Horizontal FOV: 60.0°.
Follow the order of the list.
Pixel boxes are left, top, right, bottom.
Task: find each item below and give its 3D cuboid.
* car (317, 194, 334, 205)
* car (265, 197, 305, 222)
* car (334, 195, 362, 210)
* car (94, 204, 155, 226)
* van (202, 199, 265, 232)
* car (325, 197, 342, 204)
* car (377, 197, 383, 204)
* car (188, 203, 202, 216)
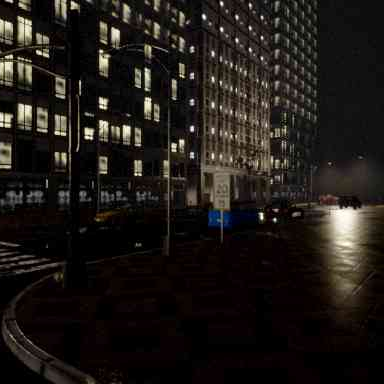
[{"bbox_3d":[25.141,1.381,62.535,2.192,1.841,5.009,0,0,38],"label":"car"},{"bbox_3d":[7.603,1.472,26.877,1.967,1.590,4.097,0,0,38],"label":"car"},{"bbox_3d":[21.191,1.368,44.503,2.192,1.841,5.009,0,0,38],"label":"car"},{"bbox_3d":[-4.751,1.540,23.971,1.752,1.417,4.829,0,0,38],"label":"car"},{"bbox_3d":[2.636,1.368,20.252,1.690,1.788,3.998,0,0,38],"label":"van"},{"bbox_3d":[28.538,1.624,66.940,2.008,1.369,4.403,0,0,38],"label":"car"},{"bbox_3d":[38.174,1.658,66.534,1.947,1.339,4.313,0,0,38],"label":"car"},{"bbox_3d":[1.362,1.604,31.689,1.802,1.307,4.206,0,0,38],"label":"car"}]
